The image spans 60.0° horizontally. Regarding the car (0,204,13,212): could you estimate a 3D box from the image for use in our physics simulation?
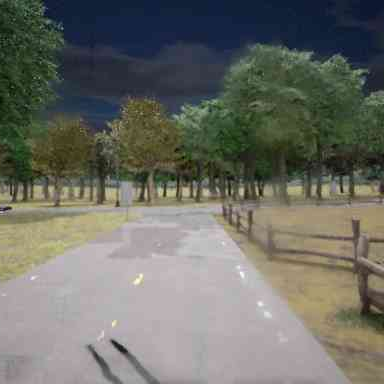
[{"bbox_3d":[-26.652,2.010,43.860,5.357,1.411,2.033,-1,0,0],"label":"car"}]
